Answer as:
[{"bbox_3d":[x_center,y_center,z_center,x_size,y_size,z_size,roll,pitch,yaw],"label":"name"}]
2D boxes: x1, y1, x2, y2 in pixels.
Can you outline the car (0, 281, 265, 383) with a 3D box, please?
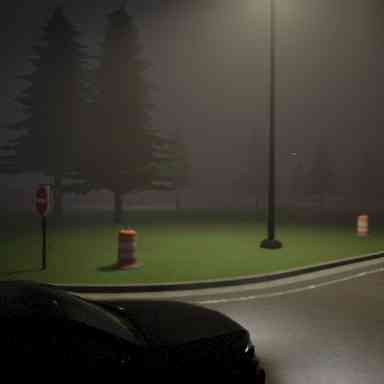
[{"bbox_3d":[-1.465,1.528,2.702,4.674,1.442,1.812,1,0,-36],"label":"car"}]
